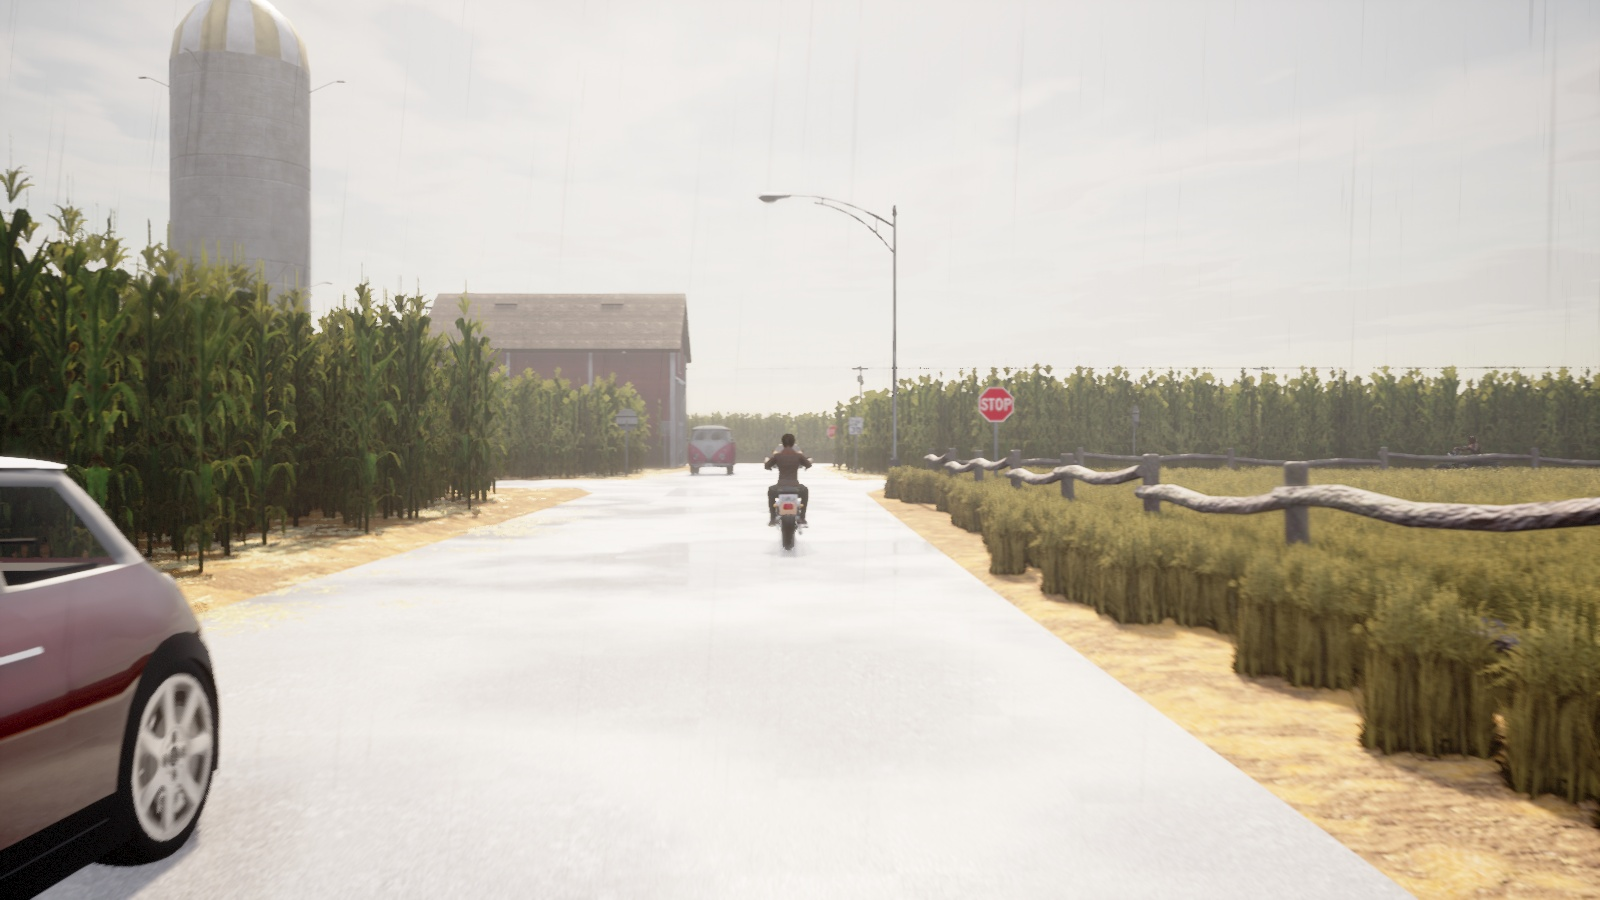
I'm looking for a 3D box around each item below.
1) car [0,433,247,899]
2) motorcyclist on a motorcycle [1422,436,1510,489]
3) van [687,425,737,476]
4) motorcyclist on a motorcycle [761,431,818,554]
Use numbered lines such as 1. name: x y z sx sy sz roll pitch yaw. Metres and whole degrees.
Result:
1. car: -3.120 0.693 2.976 1.970 1.475 3.806 0 0 -1
2. motorcyclist on a motorcycle: 20.939 0.387 39.521 2.350 1.649 0.766 0 0 0
3. van: -3.555 0.002 51.528 1.775 1.987 4.442 0 0 -1
4. motorcyclist on a motorcycle: -0.155 0.565 18.086 0.766 1.649 2.350 0 0 -1
